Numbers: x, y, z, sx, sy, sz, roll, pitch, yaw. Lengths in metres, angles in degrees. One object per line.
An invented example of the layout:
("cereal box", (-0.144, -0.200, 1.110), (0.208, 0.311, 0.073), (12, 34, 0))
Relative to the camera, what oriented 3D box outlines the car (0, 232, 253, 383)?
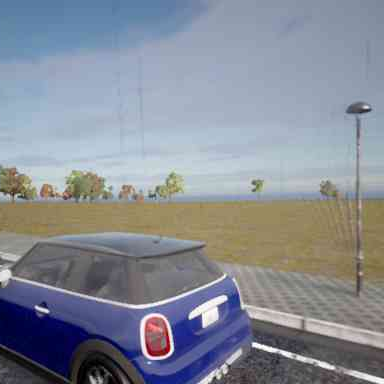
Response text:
("car", (-1.524, 1.373, 4.818), (4.553, 1.767, 2.097), (0, 0, 36))
